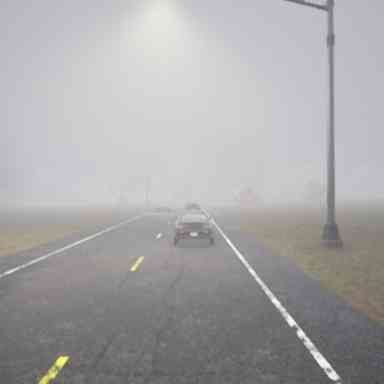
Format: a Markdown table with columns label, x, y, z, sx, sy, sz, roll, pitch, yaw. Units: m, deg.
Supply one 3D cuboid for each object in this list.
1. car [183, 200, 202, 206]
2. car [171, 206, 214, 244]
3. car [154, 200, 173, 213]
| label | x | y | z | sx | sy | sz | roll | pitch | yaw |
| --- | --- | --- | --- | --- | --- | --- | --- | --- | --- |
| car | 0.062 | 1.738 | 39.122 | 1.837 | 1.490 | 4.892 | 0 | 0 | 0 |
| car | 0.082 | 1.623 | 16.399 | 1.812 | 1.442 | 4.674 | 0 | 0 | 0 |
| car | -3.540 | 1.773 | 41.499 | 1.812 | 1.442 | 4.674 | 0 | -1 | 0 |
